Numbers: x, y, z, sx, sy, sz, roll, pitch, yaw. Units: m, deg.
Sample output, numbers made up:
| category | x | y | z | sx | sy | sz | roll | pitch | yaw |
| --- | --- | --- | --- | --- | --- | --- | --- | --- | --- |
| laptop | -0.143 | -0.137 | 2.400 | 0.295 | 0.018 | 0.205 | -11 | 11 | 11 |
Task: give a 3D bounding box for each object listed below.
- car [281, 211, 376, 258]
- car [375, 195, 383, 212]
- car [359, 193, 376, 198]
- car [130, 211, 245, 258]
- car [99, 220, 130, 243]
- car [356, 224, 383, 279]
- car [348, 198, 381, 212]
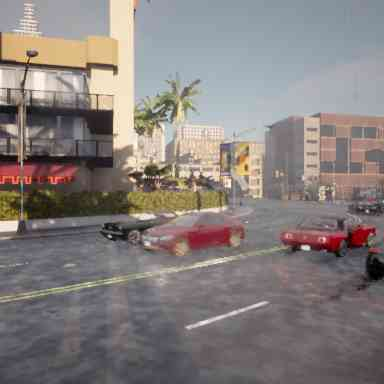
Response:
| category | x | y | z | sx | sy | sz | roll | pitch | yaw |
| --- | --- | --- | --- | --- | --- | --- | --- | --- | --- |
| car | 5.433 | 1.595 | 12.834 | 4.718 | 1.301 | 1.895 | 0 | 0 | -45 |
| car | 21.814 | 1.477 | 37.454 | 2.128 | 1.511 | 4.902 | 0 | 0 | 10 |
| car | 36.605 | 1.225 | 70.992 | 2.185 | 1.767 | 4.553 | 0 | 0 | -14 |
| car | 0.176 | 1.517 | 12.990 | 4.674 | 1.442 | 1.812 | 0 | 0 | -43 |
| car | -1.878 | 1.589 | 15.728 | 4.718 | 1.301 | 1.895 | 0 | 0 | -43 |
| car | 6.351 | 1.561 | 8.992 | 4.181 | 1.385 | 1.994 | 0 | 0 | -44 |
| car | 17.901 | 1.586 | 35.137 | 1.895 | 1.301 | 4.718 | 0 | 0 | 14 |
